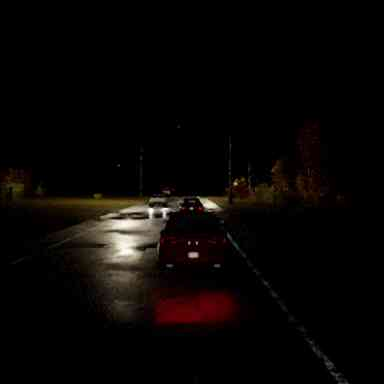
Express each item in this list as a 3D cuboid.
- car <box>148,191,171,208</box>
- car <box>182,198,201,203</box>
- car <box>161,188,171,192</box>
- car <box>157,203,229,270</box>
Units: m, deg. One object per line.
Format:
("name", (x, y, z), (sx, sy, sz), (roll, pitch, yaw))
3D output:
("car", (-3.765, 0.993, 37.632), (1.812, 1.442, 4.674), (0, 1, 0))
("car", (-0.031, 1.176, 25.941), (2.033, 1.411, 5.357), (0, 1, 0))
("car", (-6.163, 0.015, 79.061), (2.150, 2.045, 5.566), (0, 1, -7))
("car", (0.032, 1.325, 10.474), (1.882, 1.535, 5.008), (0, 1, 0))
